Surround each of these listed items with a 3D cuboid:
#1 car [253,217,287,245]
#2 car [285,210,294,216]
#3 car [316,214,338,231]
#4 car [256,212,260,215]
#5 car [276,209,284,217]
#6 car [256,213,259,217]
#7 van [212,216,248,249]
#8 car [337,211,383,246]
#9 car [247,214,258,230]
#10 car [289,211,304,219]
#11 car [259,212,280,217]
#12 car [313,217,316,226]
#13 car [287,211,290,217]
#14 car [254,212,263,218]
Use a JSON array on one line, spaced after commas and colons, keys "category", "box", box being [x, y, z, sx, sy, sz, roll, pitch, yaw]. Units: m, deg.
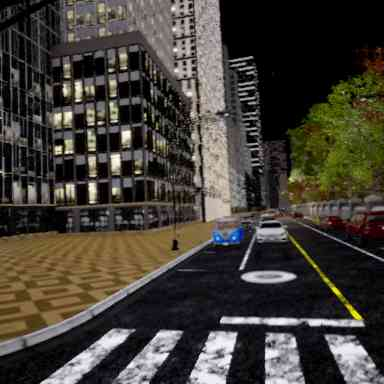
[{"category": "car", "box": [5.302, 2.650, 22.263, 1.812, 1.442, 4.674, -4, -3, 12]}, {"category": "car", "box": [26.425, 5.694, 90.358, 1.887, 1.381, 4.507, -4, -4, 13]}, {"category": "car", "box": [12.725, 2.801, 30.011, 1.802, 1.307, 4.206, -4, -4, 12]}, {"category": "car", "box": [8.510, 4.095, 48.514, 1.947, 1.339, 4.313, -4, -4, 12]}, {"category": "car", "box": [22.012, 5.543, 83.420, 1.895, 1.301, 4.718, -4, -4, 13]}, {"category": "car", "box": [7.282, 3.828, 43.029, 1.947, 1.339, 4.313, -4, -4, 12]}, {"category": "van", "box": [2.358, 2.540, 21.100, 1.690, 1.788, 3.998, -4, -3, 12]}, {"category": "car", "box": [10.256, 2.004, 19.061, 2.192, 1.841, 5.009, -4, -4, 12]}, {"category": "car", "box": [6.053, 3.547, 37.544, 2.008, 1.369, 4.403, -4, -4, 12]}, {"category": "car", "box": [20.090, 4.364, 62.915, 1.887, 1.381, 4.507, -4, -4, 13]}, {"category": "car", "box": [10.442, 3.813, 44.793, 1.895, 1.301, 4.718, -4, -4, 13]}, {"category": "car", "box": [13.988, 3.019, 35.664, 1.752, 1.417, 4.829, -4, -4, 12]}, {"category": "car", "box": [21.326, 4.637, 68.404, 2.008, 1.369, 4.403, -4, -4, 13]}, {"category": "car", "box": [17.361, 5.928, 86.840, 1.887, 1.381, 4.507, -4, -4, 13]}]
